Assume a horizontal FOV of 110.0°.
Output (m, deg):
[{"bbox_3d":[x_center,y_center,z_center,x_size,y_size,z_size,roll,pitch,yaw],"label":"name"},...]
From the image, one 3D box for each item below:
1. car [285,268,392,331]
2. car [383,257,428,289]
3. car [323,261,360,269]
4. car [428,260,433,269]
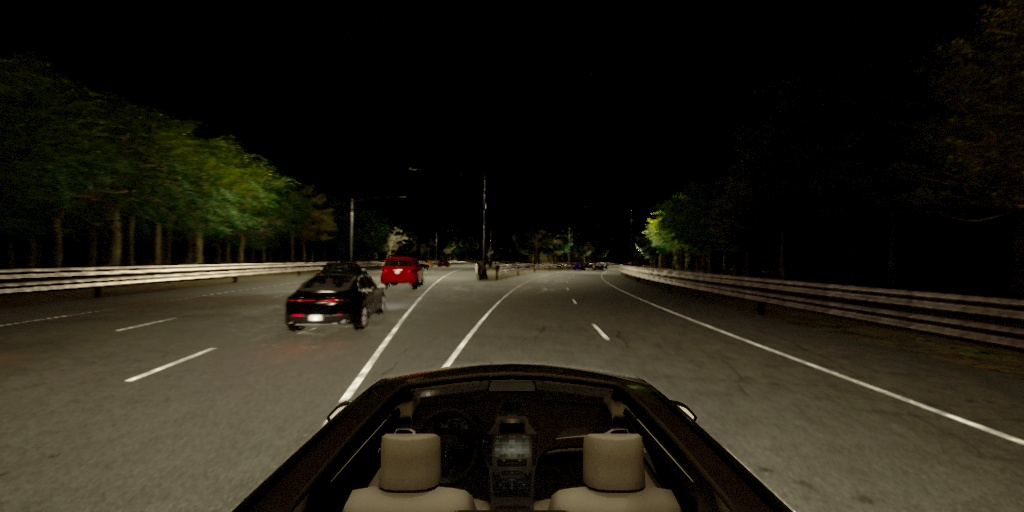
[{"bbox_3d":[-5.175,1.274,11.087,1.837,1.490,4.892,1,-1,-10],"label":"car"},{"bbox_3d":[-7.245,1.095,24.149,2.150,2.045,5.566,1,-1,-8],"label":"car"},{"bbox_3d":[-10.428,1.165,22.488,2.097,1.767,4.553,1,-1,-8],"label":"car"},{"bbox_3d":[-13.965,1.551,54.895,2.128,1.511,4.902,1,-1,-4],"label":"car"}]
